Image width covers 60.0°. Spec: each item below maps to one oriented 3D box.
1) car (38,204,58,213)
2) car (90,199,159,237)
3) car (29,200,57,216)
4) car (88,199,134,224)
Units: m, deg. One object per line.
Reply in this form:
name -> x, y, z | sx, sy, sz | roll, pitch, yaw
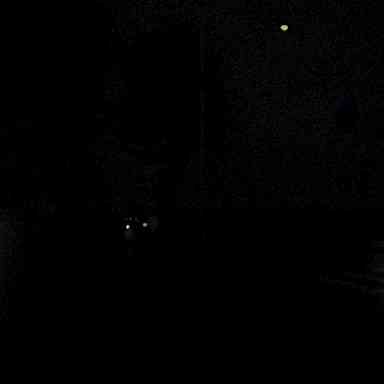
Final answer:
car -> -22.551, 2.542, 51.988 | 1.994, 1.385, 4.181 | 0, -2, -35
car -> -4.139, 1.478, 20.397 | 2.150, 2.045, 5.566 | 0, -1, -35
car -> -19.015, 1.990, 41.911 | 2.150, 2.045, 5.566 | 0, -1, -35
car -> -7.515, 1.668, 30.401 | 2.150, 2.045, 5.566 | 0, -1, -35
